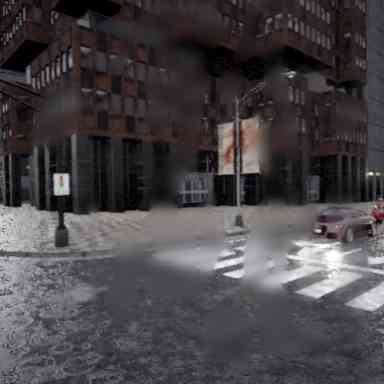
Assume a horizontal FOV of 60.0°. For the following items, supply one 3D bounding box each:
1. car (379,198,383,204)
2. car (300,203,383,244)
[{"bbox_3d":[13.494,0.952,21.186,5.566,2.045,2.150,-1,1,-42],"label":"car"},{"bbox_3d":[6.661,1.389,14.999,4.181,1.385,1.994,-1,1,-41],"label":"car"}]
